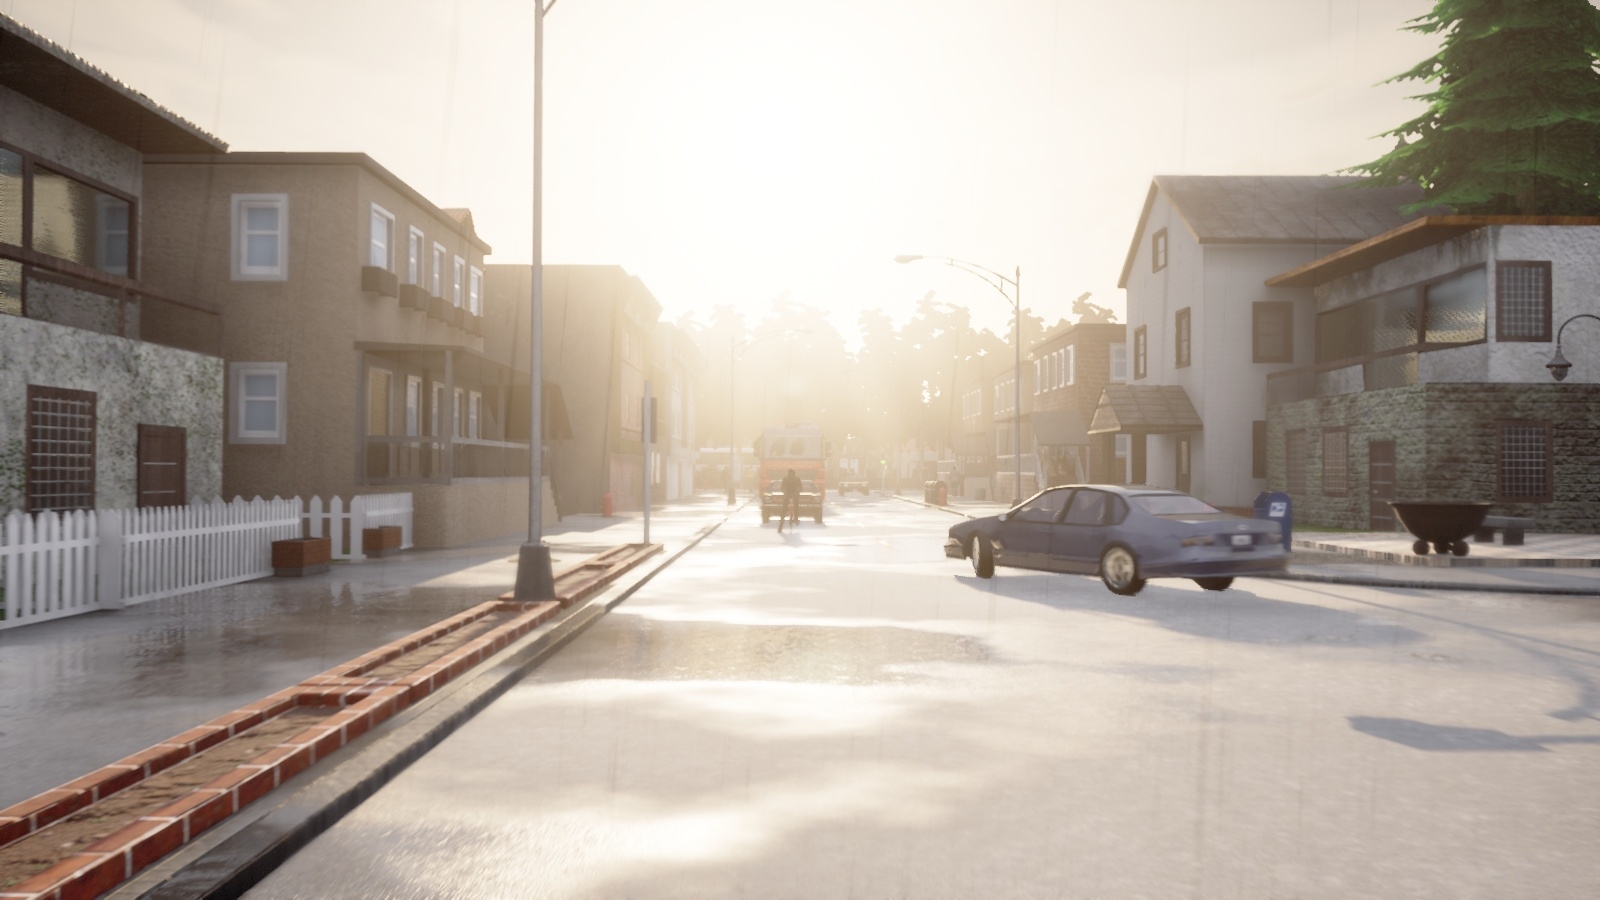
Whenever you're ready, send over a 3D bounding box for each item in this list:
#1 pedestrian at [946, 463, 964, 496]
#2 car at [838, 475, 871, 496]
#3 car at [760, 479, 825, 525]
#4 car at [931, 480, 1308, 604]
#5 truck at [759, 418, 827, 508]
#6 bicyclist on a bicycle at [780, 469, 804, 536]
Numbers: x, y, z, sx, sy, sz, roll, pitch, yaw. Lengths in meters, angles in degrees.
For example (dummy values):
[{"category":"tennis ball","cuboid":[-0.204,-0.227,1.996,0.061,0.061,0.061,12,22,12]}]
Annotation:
[{"category":"pedestrian","cuboid":[8.907,1.700,72.355,0.874,1.855,0.900,0,-1,-3]},{"category":"car","cuboid":[3.526,2.274,82.037,1.895,1.301,4.718,0,-1,0]},{"category":"car","cuboid":[-0.226,1.571,39.131,1.895,1.301,4.718,0,-1,0]},{"category":"car","cuboid":[4.182,1.139,17.546,2.033,1.411,5.357,0,-1,-28]},{"category":"truck","cuboid":[-0.340,0.624,58.095,2.891,3.827,8.468,0,-1,0]},{"category":"bicyclist on a bicycle","cuboid":[-0.196,1.294,31.402,0.582,1.620,1.656,0,-1,-1]}]
